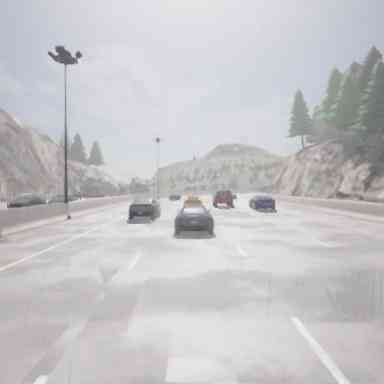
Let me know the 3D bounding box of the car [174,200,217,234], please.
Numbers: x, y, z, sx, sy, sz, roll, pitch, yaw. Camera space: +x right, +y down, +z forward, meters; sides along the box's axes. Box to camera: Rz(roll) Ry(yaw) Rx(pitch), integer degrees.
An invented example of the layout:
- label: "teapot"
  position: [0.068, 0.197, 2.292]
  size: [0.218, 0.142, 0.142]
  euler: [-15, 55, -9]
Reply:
- label: "car"
  position: [0.105, 1.334, 17.390]
  size: [1.994, 1.385, 4.181]
  euler: [0, 1, 0]

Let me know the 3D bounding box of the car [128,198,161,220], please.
- label: "car"
  position: [-3.393, 1.170, 24.353]
  size: [2.128, 1.511, 4.902]
  euler: [0, 1, 0]

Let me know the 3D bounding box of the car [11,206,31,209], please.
- label: "car"
  position: [-17.562, 1.076, 35.847]
  size: [2.033, 1.411, 5.357]
  euler: [0, 1, 0]

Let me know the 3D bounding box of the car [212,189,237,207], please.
- label: "car"
  position: [3.609, 0.699, 39.780]
  size: [2.150, 2.045, 5.566]
  euler: [0, 1, 0]

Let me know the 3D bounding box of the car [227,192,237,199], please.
- label: "car"
  position: [8.032, 0.718, 67.008]
  size: [1.895, 1.301, 4.718]
  euler: [0, 1, 8]

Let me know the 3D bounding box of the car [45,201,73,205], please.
- label: "car"
  position: [-14.060, 1.013, 36.512]
  size: [2.128, 1.511, 4.902]
  euler: [0, 1, 0]

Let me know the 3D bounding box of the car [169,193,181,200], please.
- label: "car"
  position: [-2.981, 0.796, 61.157]
  size: [1.895, 1.301, 4.718]
  euler: [0, 1, 4]

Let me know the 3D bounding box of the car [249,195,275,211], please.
- label: "car"
  position: [7.111, 1.029, 34.000]
  size: [1.882, 1.535, 5.008]
  euler: [0, 0, 0]

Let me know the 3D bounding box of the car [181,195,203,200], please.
- label: "car"
  position: [0.109, 1.022, 34.564]
  size: [1.882, 1.535, 5.008]
  euler: [0, 1, 0]
